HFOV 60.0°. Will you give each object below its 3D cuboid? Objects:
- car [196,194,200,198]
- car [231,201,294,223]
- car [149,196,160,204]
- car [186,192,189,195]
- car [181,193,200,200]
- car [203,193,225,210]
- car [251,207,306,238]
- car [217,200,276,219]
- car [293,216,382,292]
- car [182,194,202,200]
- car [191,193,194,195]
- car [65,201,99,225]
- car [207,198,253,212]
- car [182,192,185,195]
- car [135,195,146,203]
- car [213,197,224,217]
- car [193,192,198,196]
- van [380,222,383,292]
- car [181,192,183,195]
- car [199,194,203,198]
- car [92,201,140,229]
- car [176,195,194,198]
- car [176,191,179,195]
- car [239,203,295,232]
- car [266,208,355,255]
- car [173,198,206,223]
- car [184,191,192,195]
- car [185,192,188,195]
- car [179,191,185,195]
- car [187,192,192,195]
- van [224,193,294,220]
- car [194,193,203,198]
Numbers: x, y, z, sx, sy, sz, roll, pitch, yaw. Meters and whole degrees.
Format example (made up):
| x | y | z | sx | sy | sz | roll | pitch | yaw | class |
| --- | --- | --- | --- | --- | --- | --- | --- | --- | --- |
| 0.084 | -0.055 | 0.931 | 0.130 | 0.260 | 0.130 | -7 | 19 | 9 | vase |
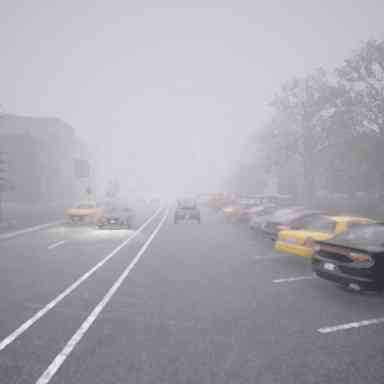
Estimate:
| x | y | z | sx | sy | sz | roll | pitch | yaw | class |
| --- | --- | --- | --- | --- | --- | --- | --- | --- | --- |
| 3.550 | 1.398 | 49.511 | 4.792 | 1.488 | 2.163 | 1 | 0 | -24 | car |
| 5.008 | 1.476 | 19.852 | 4.674 | 1.452 | 2.002 | 1 | 0 | -22 | car |
| -6.873 | 1.425 | 61.344 | 1.812 | 1.442 | 4.674 | 0 | 0 | -4 | car |
| 1.862 | 1.375 | 70.253 | 5.008 | 1.535 | 2.097 | 1 | 0 | -26 | car |
| -0.440 | 1.178 | 90.920 | 4.553 | 1.767 | 2.185 | 0 | 1 | -27 | car |
| 4.473 | 1.140 | 34.708 | 5.566 | 2.045 | 2.435 | 1 | 0 | -23 | car |
| 5.146 | 1.498 | 13.952 | 4.674 | 1.452 | 2.002 | 1 | 0 | -21 | car |
| 4.708 | 1.446 | 28.758 | 4.674 | 1.452 | 2.002 | 1 | 0 | -22 | car |
| 5.246 | 1.473 | 8.012 | 5.008 | 1.535 | 2.097 | 1 | 0 | -21 | car |
| -0.028 | 1.369 | 88.000 | 4.792 | 1.488 | 2.163 | 0 | 0 | -27 | car |
| 2.925 | 1.367 | 58.410 | 5.008 | 1.535 | 2.097 | 1 | 0 | -25 | car |
| -7.503 | 1.422 | 23.873 | 1.882 | 1.535 | 5.008 | 0 | 0 | -2 | car |
| 4.298 | 1.425 | 37.658 | 4.674 | 1.452 | 2.002 | 1 | 0 | -23 | car |
| 0.957 | 1.382 | 79.119 | 5.008 | 1.535 | 2.097 | 1 | 0 | -26 | car |
| -9.974 | 1.383 | 64.860 | 1.882 | 1.535 | 5.008 | 0 | 0 | -5 | car |
| 4.648 | 1.410 | 25.718 | 5.366 | 1.575 | 1.946 | 1 | 0 | -22 | car |
| 3.119 | 1.240 | 55.443 | 4.553 | 1.767 | 2.185 | 1 | 0 | -24 | car |
| 5.393 | 1.255 | 5.085 | 4.442 | 1.987 | 1.878 | 1 | 0 | -21 | van |
| 0.645 | 1.379 | 82.072 | 4.892 | 1.521 | 2.231 | 1 | 1 | -27 | car |
| 3.970 | 1.376 | 43.591 | 4.892 | 1.521 | 2.231 | 1 | 0 | -24 | car |
| -4.616 | 1.515 | 21.125 | 1.994 | 1.385 | 4.181 | 0 | 0 | -2 | car |
| -1.239 | 1.443 | 42.805 | 2.033 | 1.411 | 5.357 | 0 | 0 | -3 | car |
| -0.808 | 1.008 | 93.865 | 5.566 | 2.045 | 2.435 | 0 | 1 | -28 | car |
| 5.066 | 1.487 | 16.898 | 4.674 | 1.452 | 2.002 | 0 | 1 | -21 | car |
| 5.385 | 1.466 | 11.048 | 5.366 | 1.575 | 1.946 | 1 | 0 | -21 | car |
| -0.387 | 1.428 | 24.792 | 2.128 | 1.511 | 4.902 | 0 | 0 | -2 | car |
| 1.306 | 1.255 | 76.172 | 4.553 | 1.767 | 2.185 | 1 | 0 | -26 | car |
| 1.745 | 1.377 | 73.291 | 5.366 | 1.575 | 1.946 | 1 | 0 | -26 | car |
| 0.325 | 1.112 | 85.045 | 5.566 | 2.045 | 2.435 | 0 | 0 | -27 | car |
| 2.158 | 1.372 | 67.289 | 5.008 | 1.535 | 2.097 | 1 | 0 | -25 | car |
| 4.817 | 1.198 | 22.773 | 4.442 | 1.987 | 1.878 | 1 | 0 | -22 | van |
| 3.364 | 1.367 | 52.489 | 5.008 | 1.535 | 2.097 | 1 | 0 | -24 | car |
